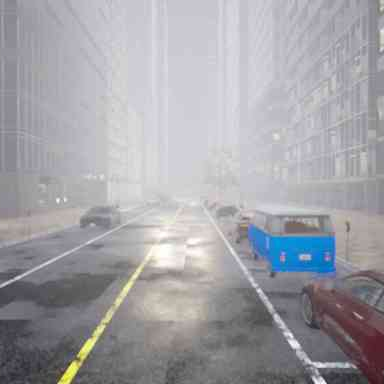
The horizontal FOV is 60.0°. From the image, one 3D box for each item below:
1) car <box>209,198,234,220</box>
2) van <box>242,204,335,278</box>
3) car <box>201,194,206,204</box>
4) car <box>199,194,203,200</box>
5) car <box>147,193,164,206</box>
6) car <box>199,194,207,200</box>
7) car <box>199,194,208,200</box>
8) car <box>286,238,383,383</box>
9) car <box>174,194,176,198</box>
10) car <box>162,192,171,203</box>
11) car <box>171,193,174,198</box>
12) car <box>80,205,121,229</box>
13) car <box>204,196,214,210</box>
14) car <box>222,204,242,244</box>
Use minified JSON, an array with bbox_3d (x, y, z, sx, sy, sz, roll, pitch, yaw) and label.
[{"bbox_3d":[2.701,1.453,26.835,2.008,1.369,4.403,0,0,0],"label":"car"},{"bbox_3d":[2.691,1.306,9.757,1.690,1.788,3.998,0,0,0],"label":"van"},{"bbox_3d":[2.713,1.379,49.604,1.947,1.339,4.313,0,0,0],"label":"car"},{"bbox_3d":[2.715,1.340,55.296,2.008,1.369,4.403,0,0,0],"label":"car"},{"bbox_3d":[-5.668,1.339,49.451,1.752,1.417,4.829,0,0,0],"label":"car"},{"bbox_3d":[2.731,1.186,83.929,1.752,1.417,4.829,0,0,0],"label":"car"},{"bbox_3d":[2.728,1.238,78.065,2.008,1.369,4.403,0,0,0],"label":"car"},{"bbox_3d":[2.689,1.567,4.066,1.802,1.307,4.206,0,0,0],"label":"car"},{"bbox_3d":[-5.644,1.047,95.157,1.967,1.590,4.097,0,0,0],"label":"car"},{"bbox_3d":[-5.663,1.080,61.003,2.192,1.841,5.009,0,0,0],"label":"car"},{"bbox_3d":[-5.657,1.029,72.388,2.192,1.841,5.009,0,0,0],"label":"car"},{"bbox_3d":[-5.683,1.490,21.160,1.947,1.339,4.313,0,0,0],"label":"car"},{"bbox_3d":[2.706,1.440,38.221,1.802,1.307,4.206,0,0,0],"label":"car"},{"bbox_3d":[2.695,1.489,15.451,1.887,1.381,4.507,0,0,0],"label":"car"}]
